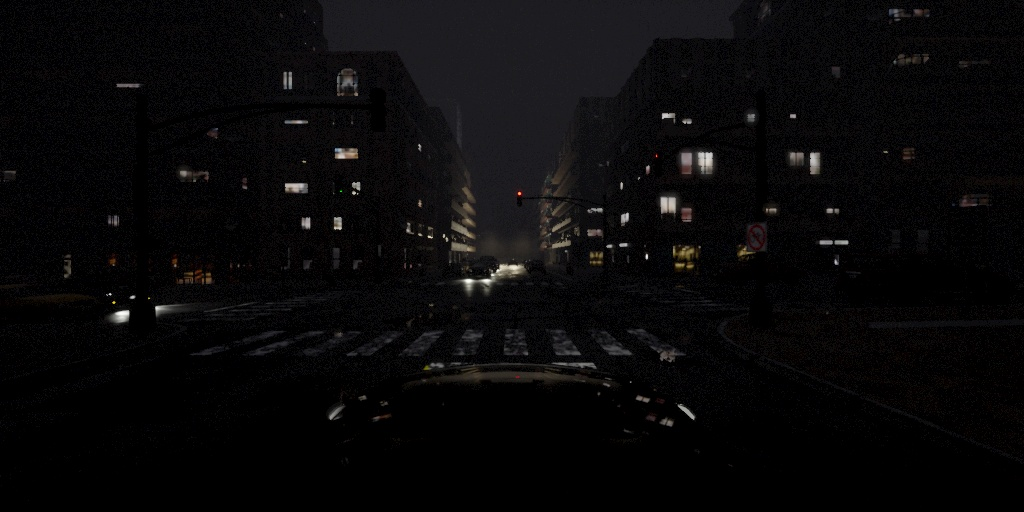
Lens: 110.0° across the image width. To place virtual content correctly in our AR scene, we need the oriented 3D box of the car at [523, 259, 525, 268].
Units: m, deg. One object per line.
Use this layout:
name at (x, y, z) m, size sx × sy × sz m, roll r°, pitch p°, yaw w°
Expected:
car at (2.801, 1.199, 46.446) m, size 1.967 × 1.591 × 4.097 m, roll 0°, pitch 0°, yaw 0°

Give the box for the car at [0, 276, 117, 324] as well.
car at (-17.603, 1.585, 12.803) m, size 4.829 × 1.417 × 1.751 m, roll 0°, pitch 0°, yaw 0°

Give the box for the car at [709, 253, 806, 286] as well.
car at (14.624, 0.758, 21.385) m, size 5.009 × 1.841 × 2.192 m, roll 0°, pitch 0°, yaw 0°

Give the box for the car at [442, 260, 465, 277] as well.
car at (-5.608, 1.321, 35.099) m, size 1.948 × 1.339 × 4.313 m, roll 0°, pitch 0°, yaw 0°

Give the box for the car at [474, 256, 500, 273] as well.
car at (-2.995, 0.980, 44.064) m, size 2.150 × 2.045 × 5.566 m, roll 0°, pitch 0°, yaw 0°

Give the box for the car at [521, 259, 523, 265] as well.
car at (2.829, 1.347, 57.811) m, size 1.802 × 1.307 × 4.207 m, roll 0°, pitch 0°, yaw 0°

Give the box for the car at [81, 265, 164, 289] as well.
car at (-23.551, 1.462, 21.114) m, size 5.009 × 1.841 × 2.192 m, roll 0°, pitch 0°, yaw 0°

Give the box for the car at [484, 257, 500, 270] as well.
car at (-2.955, 1.115, 54.397) m, size 2.097 × 1.767 × 4.553 m, roll 0°, pitch 0°, yaw 0°

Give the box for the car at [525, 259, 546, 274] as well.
car at (2.786, 1.197, 40.763) m, size 1.967 × 1.591 × 4.097 m, roll 0°, pitch 0°, yaw 0°

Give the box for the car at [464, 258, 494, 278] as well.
car at (-3.022, 1.232, 34.083) m, size 1.882 × 1.535 × 5.008 m, roll 0°, pitch 0°, yaw 0°

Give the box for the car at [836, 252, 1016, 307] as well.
car at (14.738, 0.774, 13.006) m, size 5.009 × 1.841 × 2.192 m, roll 0°, pitch 0°, yaw 0°

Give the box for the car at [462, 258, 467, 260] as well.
car at (-5.594, 1.282, 40.612) m, size 1.751 × 1.417 × 4.829 m, roll 0°, pitch 0°, yaw 0°

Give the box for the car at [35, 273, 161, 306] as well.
car at (-18.288, 1.627, 15.388) m, size 4.181 × 1.385 × 1.994 m, roll -1°, pitch 0°, yaw 0°
